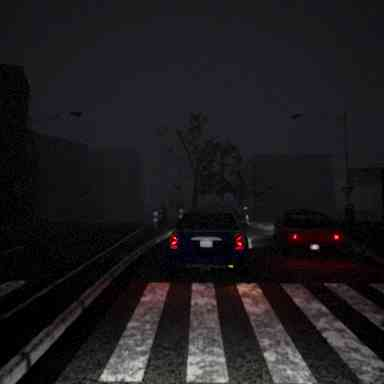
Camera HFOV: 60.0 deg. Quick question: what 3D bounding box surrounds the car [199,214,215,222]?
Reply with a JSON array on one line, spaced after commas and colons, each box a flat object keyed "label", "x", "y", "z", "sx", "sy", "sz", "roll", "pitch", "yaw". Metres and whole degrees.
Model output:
[{"label": "car", "x": 2.808, "y": 4.856, "z": 62.640, "sx": 1.895, "sy": 1.301, "sz": 4.718, "roll": 1, "pitch": -2, "yaw": -11}]

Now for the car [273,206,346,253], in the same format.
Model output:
[{"label": "car", "x": 4.195, "y": 1.372, "z": 12.651, "sx": 1.895, "sy": 1.301, "sz": 4.718, "roll": -1, "pitch": 2, "yaw": 9}]

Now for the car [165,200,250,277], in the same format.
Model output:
[{"label": "car", "x": 0.591, "y": 1.221, "z": 10.073, "sx": 2.097, "sy": 1.767, "sz": 4.553, "roll": 0, "pitch": 1, "yaw": 7}]

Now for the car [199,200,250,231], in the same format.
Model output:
[{"label": "car", "x": 2.023, "y": 1.264, "z": 19.134, "sx": 1.837, "sy": 1.490, "sz": 4.892, "roll": -2, "pitch": -1, "yaw": 18}]

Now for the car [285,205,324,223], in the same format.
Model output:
[{"label": "car", "x": 10.267, "y": 2.061, "z": 30.153, "sx": 2.128, "sy": 1.511, "sz": 4.902, "roll": -3, "pitch": -6, "yaw": 33}]
